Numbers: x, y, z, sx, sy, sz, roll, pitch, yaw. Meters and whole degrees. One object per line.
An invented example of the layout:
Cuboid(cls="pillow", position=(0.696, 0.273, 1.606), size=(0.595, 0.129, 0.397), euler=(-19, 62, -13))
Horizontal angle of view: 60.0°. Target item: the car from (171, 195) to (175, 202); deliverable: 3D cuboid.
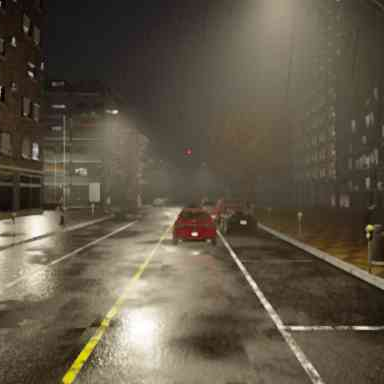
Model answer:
Cuboid(cls="car", position=(-5.578, 1.813, 79.667), size=(1.967, 1.590, 4.097), euler=(0, 0, 0))

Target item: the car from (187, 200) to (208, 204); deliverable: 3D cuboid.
Cuboid(cls="car", position=(0.103, 1.613, 25.862), size=(1.837, 1.490, 4.892), euler=(0, 0, 2))

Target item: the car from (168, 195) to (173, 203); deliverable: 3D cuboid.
Cuboid(cls="car", position=(-5.594, 1.864, 68.602), size=(2.008, 1.369, 4.403), euler=(0, 0, 0))

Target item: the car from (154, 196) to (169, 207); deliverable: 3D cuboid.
Cuboid(cls="car", position=(-5.609, 1.806, 57.536), size=(2.008, 1.369, 4.403), euler=(0, 0, 0))

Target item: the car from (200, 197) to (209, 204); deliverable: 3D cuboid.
Cuboid(cls="car", position=(2.771, 1.800, 57.524), size=(1.887, 1.381, 4.507), euler=(0, 0, 0))

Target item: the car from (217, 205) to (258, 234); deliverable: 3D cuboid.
Cuboid(cls="car", position=(2.718, 1.647, 19.613), size=(1.947, 1.339, 4.313), euler=(0, 0, 0))

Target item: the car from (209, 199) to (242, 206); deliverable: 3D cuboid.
Cuboid(cls="car", position=(2.726, 1.420, 25.138), size=(2.192, 1.841, 5.009), euler=(0, 0, 0))

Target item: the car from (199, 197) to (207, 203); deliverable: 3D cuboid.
Cuboid(cls="car", position=(2.810, 1.985, 85.186), size=(1.802, 1.307, 4.206), euler=(0, 0, 0))

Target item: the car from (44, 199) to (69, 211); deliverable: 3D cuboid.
Cuboid(cls="car", position=(-16.373, 1.503, 38.147), size=(4.403, 1.369, 2.008), euler=(1, -1, 0))

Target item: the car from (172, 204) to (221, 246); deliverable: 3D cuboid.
Cuboid(cls="car", position=(0.119, 1.543, 15.765), size=(1.882, 1.535, 5.008), euler=(0, 0, 0))

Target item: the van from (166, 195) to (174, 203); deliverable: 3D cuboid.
Cuboid(cls="van", position=(-5.571, 1.745, 85.201), size=(1.690, 1.788, 3.998), euler=(0, 0, 0))

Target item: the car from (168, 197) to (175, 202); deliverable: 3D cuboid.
Cuboid(cls="car", position=(-5.563, 2.017, 90.731), size=(1.802, 1.307, 4.206), euler=(0, 0, 0))
